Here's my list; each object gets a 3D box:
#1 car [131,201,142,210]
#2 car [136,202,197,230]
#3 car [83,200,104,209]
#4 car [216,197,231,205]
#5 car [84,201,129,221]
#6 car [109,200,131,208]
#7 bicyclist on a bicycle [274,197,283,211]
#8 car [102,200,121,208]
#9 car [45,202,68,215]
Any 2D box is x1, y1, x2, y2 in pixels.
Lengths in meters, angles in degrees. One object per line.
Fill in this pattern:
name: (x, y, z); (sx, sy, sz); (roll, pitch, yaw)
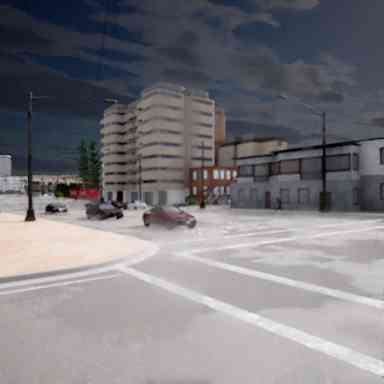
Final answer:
car: (-9.287, 2.201, 55.594); (1.812, 1.442, 4.674); (0, -1, -36)
car: (-1.609, 1.607, 21.819); (1.812, 1.442, 4.674); (0, -1, -37)
car: (-18.312, 2.342, 61.694); (2.033, 1.411, 5.357); (0, 0, -37)
car: (6.269, 1.676, 60.570); (1.970, 1.475, 3.806); (0, -1, -37)
car: (-8.114, 1.809, 30.476); (2.033, 1.411, 5.357); (0, -1, -37)
car: (-12.150, 2.193, 53.574); (1.837, 1.490, 4.892); (0, -1, -36)
bicyclist on a bicycle: (10.220, 1.424, 39.328); (1.656, 1.620, 0.582); (-1, -1, -37)
car: (-15.514, 2.310, 63.797); (1.812, 1.442, 4.674); (0, 0, -37)
car: (-17.645, 2.113, 43.203); (2.128, 1.511, 4.902); (0, -1, -37)
